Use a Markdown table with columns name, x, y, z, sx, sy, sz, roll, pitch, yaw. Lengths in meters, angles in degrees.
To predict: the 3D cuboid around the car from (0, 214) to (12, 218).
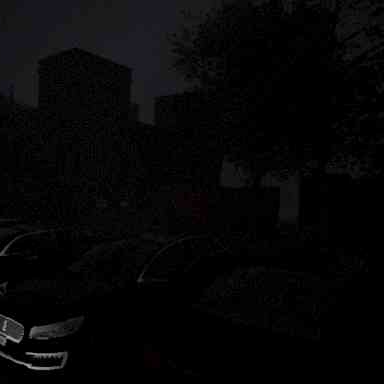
| name | x | y | z | sx | sy | sz | roll | pitch | yaw |
| --- | --- | --- | --- | --- | --- | --- | --- | --- | --- |
| car | -5.342 | 1.460 | 9.094 | 2.002 | 1.452 | 4.674 | 0 | 0 | 36 |

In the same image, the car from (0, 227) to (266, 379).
| name | x | y | z | sx | sy | sz | roll | pitch | yaw |
| --- | --- | --- | --- | --- | --- | --- | --- | --- | --- |
| car | -0.789 | 1.456 | 5.852 | 2.231 | 1.521 | 4.892 | 0 | 0 | 35 |

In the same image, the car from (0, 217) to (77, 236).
| name | x | y | z | sx | sy | sz | roll | pitch | yaw |
| --- | --- | --- | --- | --- | --- | --- | --- | --- | --- |
| car | -3.173 | 1.438 | 7.537 | 2.231 | 1.521 | 4.892 | 0 | 0 | 35 |
